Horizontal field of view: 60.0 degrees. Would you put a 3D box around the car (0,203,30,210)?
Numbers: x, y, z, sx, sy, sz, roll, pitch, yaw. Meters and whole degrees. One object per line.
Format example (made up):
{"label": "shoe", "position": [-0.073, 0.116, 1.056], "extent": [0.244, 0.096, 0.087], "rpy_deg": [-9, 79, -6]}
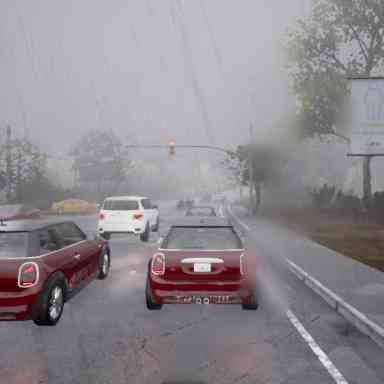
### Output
{"label": "car", "position": [-10.740, 1.477, 19.867], "extent": [1.882, 1.535, 5.008], "rpy_deg": [0, 0, -5]}

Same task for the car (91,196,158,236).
{"label": "car", "position": [-3.046, 1.221, 16.924], "extent": [2.150, 2.045, 5.566], "rpy_deg": [0, 0, 2]}

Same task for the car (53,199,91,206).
{"label": "car", "position": [-11.801, 1.478, 34.382], "extent": [5.008, 1.535, 1.882], "rpy_deg": [0, 0, -2]}

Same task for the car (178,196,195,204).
{"label": "car", "position": [-0.776, 1.352, 49.334], "extent": [2.097, 1.767, 4.553], "rpy_deg": [0, 0, 6]}

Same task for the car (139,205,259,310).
{"label": "car", "position": [0.219, 1.352, 7.992], "extent": [2.097, 1.767, 4.553], "rpy_deg": [0, 0, 1]}

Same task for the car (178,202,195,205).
{"label": "car", "position": [0.473, 1.492, 17.199], "extent": [2.128, 1.511, 4.902], "rpy_deg": [0, 0, 2]}

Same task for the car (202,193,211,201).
{"label": "car", "position": [3.967, 1.225, 84.709], "extent": [2.150, 2.045, 5.566], "rpy_deg": [0, 0, 10]}

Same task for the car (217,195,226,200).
{"label": "car", "position": [7.693, 1.392, 85.668], "extent": [1.812, 1.442, 4.674], "rpy_deg": [0, 0, 10]}

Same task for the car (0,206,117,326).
{"label": "car", "position": [-3.290, 1.352, 7.247], "extent": [2.097, 1.767, 4.553], "rpy_deg": [0, 0, 1]}

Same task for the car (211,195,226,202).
{"label": "car", "position": [6.001, 1.590, 75.576], "extent": [1.895, 1.301, 4.718], "rpy_deg": [0, 0, 9]}
